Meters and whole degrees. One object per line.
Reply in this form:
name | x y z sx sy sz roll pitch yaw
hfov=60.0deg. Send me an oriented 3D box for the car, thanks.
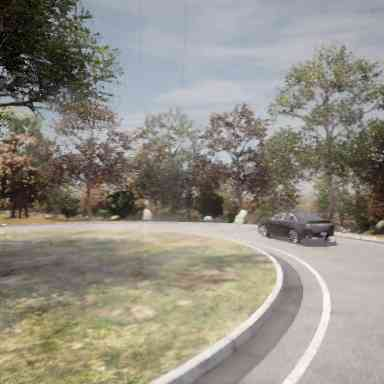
car | 5.330 1.775 17.648 2.128 1.511 4.902 0 -1 -18
